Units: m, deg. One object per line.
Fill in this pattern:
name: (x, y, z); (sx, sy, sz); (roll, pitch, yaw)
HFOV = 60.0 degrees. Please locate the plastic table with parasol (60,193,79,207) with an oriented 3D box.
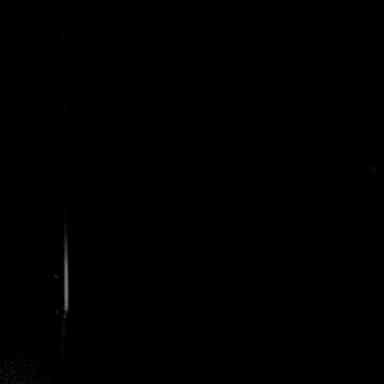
plastic table with parasol: (-21.918, 1.451, 59.627); (2.482, 2.480, 2.482); (0, 0, -5)

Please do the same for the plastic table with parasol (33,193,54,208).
plastic table with parasol: (-25.706, 1.437, 57.603); (2.482, 2.480, 2.482); (1, 0, -5)

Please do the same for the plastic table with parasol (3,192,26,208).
plastic table with parasol: (-29.442, 1.378, 55.252); (2.482, 2.480, 2.482); (-2, -1, -3)
